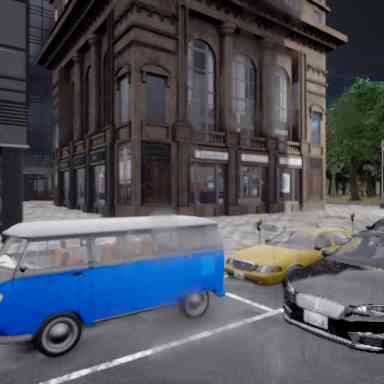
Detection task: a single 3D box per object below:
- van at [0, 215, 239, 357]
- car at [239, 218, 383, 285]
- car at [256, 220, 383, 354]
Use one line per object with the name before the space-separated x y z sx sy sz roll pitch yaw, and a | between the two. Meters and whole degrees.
van | -1.285 1.340 5.733 3.998 1.788 1.690 0 0 -35
car | 3.005 1.521 8.789 4.829 1.417 1.752 0 0 -35
car | 3.701 1.487 6.011 4.902 1.511 2.128 0 0 -35
